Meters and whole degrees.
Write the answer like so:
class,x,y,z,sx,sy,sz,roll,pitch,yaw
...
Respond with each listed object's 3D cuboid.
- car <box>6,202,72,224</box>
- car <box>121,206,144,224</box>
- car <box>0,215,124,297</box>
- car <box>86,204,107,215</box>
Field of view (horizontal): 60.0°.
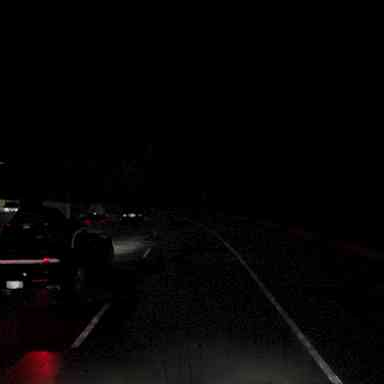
class,x,y,z,sx,sy,sz,roll,pitch,yaw
car,-7.223,1.557,16.315,2.097,1.767,4.553,0,-1,-3
car,-5.067,1.901,28.366,2.033,1.411,5.357,0,-1,-10
car,-3.435,1.603,8.844,2.128,1.511,4.902,0,-1,-1
car,-10.098,1.962,35.054,1.812,1.442,4.674,0,-1,-13
